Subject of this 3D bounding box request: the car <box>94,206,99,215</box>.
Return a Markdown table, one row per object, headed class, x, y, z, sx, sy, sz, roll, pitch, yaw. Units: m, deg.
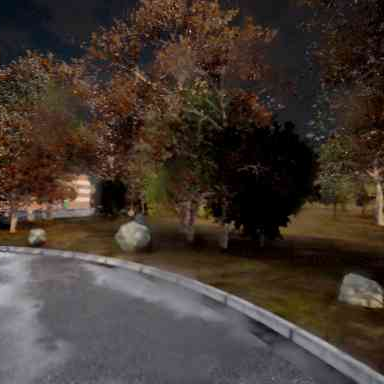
| class | x | y | z | sx | sy | sz | roll | pitch | yaw |
| --- | --- | --- | --- | --- | --- | --- | --- | --- | --- |
| car | -14.750 | 2.936 | 55.362 | 1.812 | 1.442 | 4.674 | -1 | -1 | 7 |
